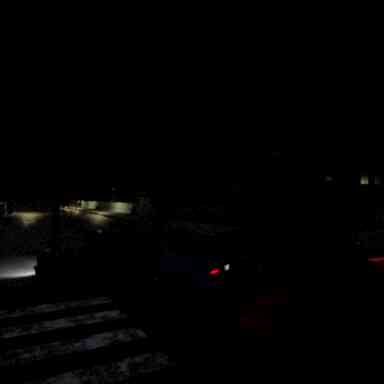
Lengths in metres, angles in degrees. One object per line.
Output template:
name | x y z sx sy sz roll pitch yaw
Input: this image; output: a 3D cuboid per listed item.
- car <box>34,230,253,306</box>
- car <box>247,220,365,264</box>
car | -1.456 1.680 8.279 5.357 1.411 2.033 -1 -1 28
car | 3.360 1.746 12.365 5.357 1.411 2.033 0 -1 20
